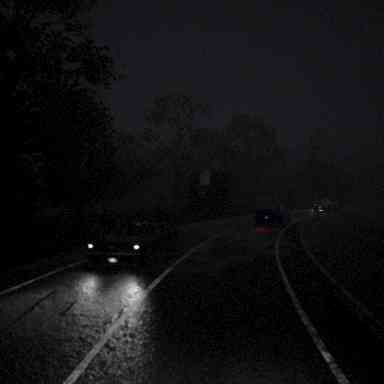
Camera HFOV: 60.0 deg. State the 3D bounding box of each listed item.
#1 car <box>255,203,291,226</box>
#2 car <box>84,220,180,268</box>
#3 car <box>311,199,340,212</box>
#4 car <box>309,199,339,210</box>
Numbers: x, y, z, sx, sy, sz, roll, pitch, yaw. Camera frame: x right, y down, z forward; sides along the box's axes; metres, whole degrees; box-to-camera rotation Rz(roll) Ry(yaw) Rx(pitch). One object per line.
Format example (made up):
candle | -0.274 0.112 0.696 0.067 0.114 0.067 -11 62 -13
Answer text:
car | 5.995 1.555 24.409 1.882 1.535 5.008 -2 -1 25
car | -1.865 1.689 11.788 1.895 1.301 4.718 -1 -1 12
car | 16.037 1.513 39.549 1.812 1.442 4.674 -5 -3 41
car | 18.722 1.722 47.146 4.718 1.301 1.895 -1 -3 -42
